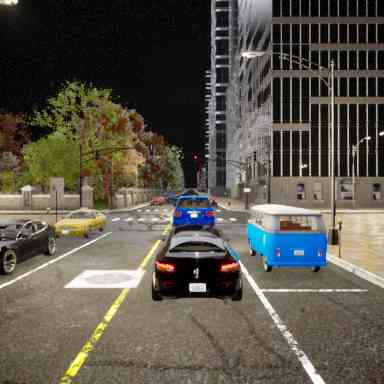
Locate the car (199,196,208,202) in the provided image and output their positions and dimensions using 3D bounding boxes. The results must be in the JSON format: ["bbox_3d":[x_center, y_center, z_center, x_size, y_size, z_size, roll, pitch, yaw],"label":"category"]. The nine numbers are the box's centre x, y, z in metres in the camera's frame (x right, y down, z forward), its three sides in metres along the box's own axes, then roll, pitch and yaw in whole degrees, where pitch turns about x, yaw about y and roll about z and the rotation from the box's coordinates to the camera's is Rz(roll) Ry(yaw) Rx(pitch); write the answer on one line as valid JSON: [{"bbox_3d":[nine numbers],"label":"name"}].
[{"bbox_3d":[2.668,1.521,76.992,1.947,1.339,4.313,0,0,0],"label":"car"}]

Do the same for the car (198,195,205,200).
[{"bbox_3d":[2.664,1.453,94.209,1.752,1.417,4.829,0,0,0],"label":"car"}]

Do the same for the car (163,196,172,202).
[{"bbox_3d":[-5.713,1.538,76.994,1.802,1.307,4.206,0,0,0],"label":"car"}]

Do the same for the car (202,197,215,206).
[{"bbox_3d":[2.675,1.539,54.268,1.947,1.339,4.313,0,0,0],"label":"car"}]

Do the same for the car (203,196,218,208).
[{"bbox_3d":[2.678,1.416,48.587,1.967,1.590,4.097,0,0,0],"label":"car"}]

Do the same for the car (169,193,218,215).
[{"bbox_3d":[0.095,1.214,18.536,2.150,2.045,5.566,0,0,0],"label":"car"}]

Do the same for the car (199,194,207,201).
[{"bbox_3d":[2.667,1.388,82.673,1.967,1.590,4.097,0,0,0],"label":"car"}]

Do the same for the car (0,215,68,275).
[{"bbox_3d":[-5.772,1.562,10.458,1.947,1.339,4.313,0,0,0],"label":"car"}]

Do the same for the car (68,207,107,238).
[{"bbox_3d":[-5.823,1.518,17.692,1.752,1.417,4.829,0,0,0],"label":"car"}]

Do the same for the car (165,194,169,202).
[{"bbox_3d":[-5.707,1.520,59.945,2.008,1.369,4.403,0,0,0],"label":"car"}]

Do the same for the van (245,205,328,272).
[{"bbox_3d":[2.772,1.337,10.462,1.690,1.788,3.998,0,0,0],"label":"van"}]

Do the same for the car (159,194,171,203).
[{"bbox_3d":[-5.710,1.277,71.312,2.192,1.841,5.009,0,0,0],"label":"car"}]

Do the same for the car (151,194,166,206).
[{"bbox_3d":[-5.705,1.517,54.263,1.887,1.381,4.507,0,0,0],"label":"car"}]

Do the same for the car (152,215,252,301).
[{"bbox_3d":[0.100,1.523,8.186,1.812,1.442,4.674,0,0,0],"label":"car"}]
